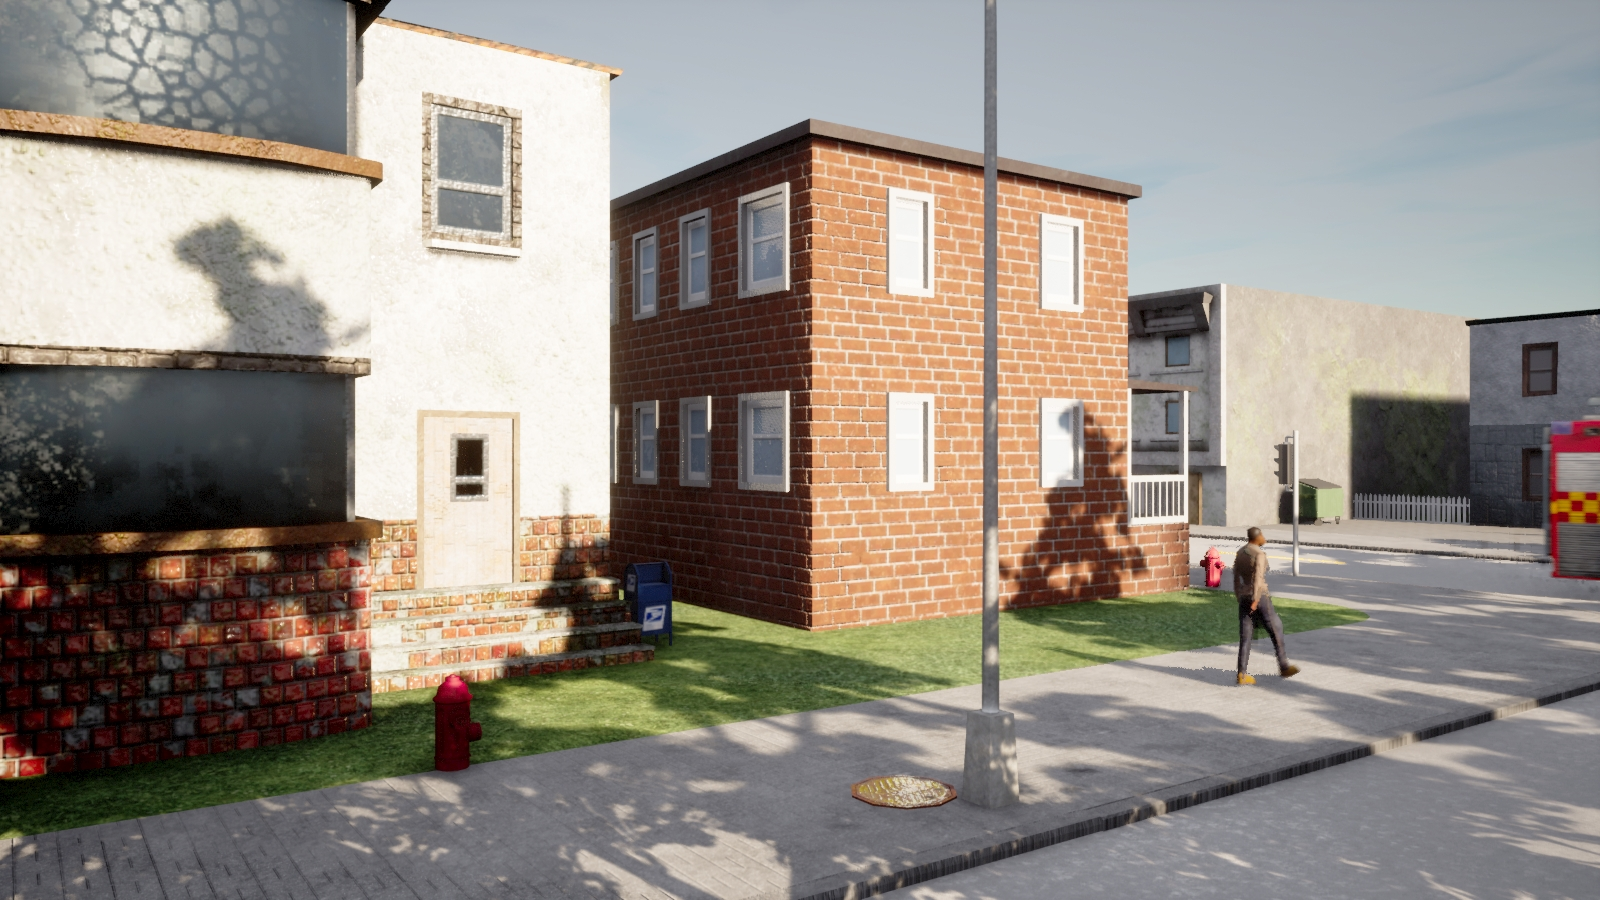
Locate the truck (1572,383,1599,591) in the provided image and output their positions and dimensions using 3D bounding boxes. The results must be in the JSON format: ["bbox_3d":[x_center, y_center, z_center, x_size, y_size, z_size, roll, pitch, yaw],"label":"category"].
[{"bbox_3d":[18.468,0.670,19.432,8.468,3.827,2.891,0,0,44],"label":"truck"}]

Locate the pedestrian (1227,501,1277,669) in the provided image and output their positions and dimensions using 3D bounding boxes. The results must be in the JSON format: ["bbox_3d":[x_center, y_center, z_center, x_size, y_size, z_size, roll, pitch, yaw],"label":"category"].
[{"bbox_3d":[5.150,1.517,13.020,0.375,1.860,0.375,0,0,-23],"label":"pedestrian"}]
